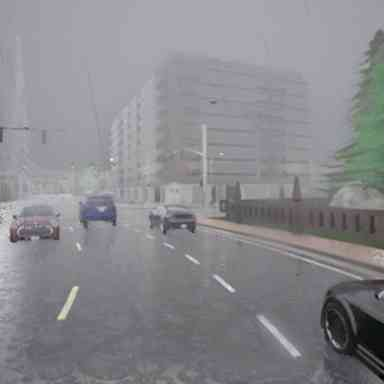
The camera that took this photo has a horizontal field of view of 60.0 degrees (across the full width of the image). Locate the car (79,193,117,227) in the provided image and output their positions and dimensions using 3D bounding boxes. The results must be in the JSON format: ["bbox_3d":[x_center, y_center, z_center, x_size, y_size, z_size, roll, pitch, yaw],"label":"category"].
[{"bbox_3d":[-6.709,1.253,23.559,2.150,2.045,5.566,0,0,-22],"label":"car"}]

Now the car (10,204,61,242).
[{"bbox_3d":[-7.789,1.457,16.796,2.097,1.767,4.553,0,0,-22],"label":"car"}]

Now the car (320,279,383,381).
[{"bbox_3d":[3.078,1.538,3.453,1.994,1.385,4.181,0,0,-5],"label":"car"}]

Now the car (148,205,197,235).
[{"bbox_3d":[-1.237,1.495,19.152,1.837,1.490,4.892,0,0,-20],"label":"car"}]
